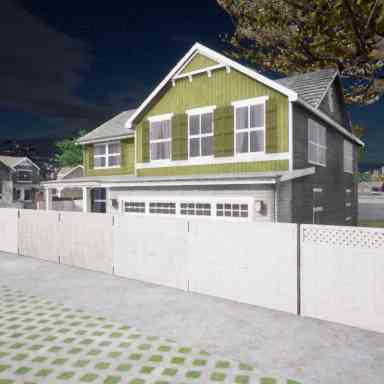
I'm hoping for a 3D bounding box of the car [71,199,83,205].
[{"bbox_3d":[-14.438,1.644,43.389,1.837,1.490,4.892,0,0,20],"label":"car"}]

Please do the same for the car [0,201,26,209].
[{"bbox_3d":[-18.277,1.596,31.988,1.837,1.490,4.892,0,-1,18],"label":"car"}]
